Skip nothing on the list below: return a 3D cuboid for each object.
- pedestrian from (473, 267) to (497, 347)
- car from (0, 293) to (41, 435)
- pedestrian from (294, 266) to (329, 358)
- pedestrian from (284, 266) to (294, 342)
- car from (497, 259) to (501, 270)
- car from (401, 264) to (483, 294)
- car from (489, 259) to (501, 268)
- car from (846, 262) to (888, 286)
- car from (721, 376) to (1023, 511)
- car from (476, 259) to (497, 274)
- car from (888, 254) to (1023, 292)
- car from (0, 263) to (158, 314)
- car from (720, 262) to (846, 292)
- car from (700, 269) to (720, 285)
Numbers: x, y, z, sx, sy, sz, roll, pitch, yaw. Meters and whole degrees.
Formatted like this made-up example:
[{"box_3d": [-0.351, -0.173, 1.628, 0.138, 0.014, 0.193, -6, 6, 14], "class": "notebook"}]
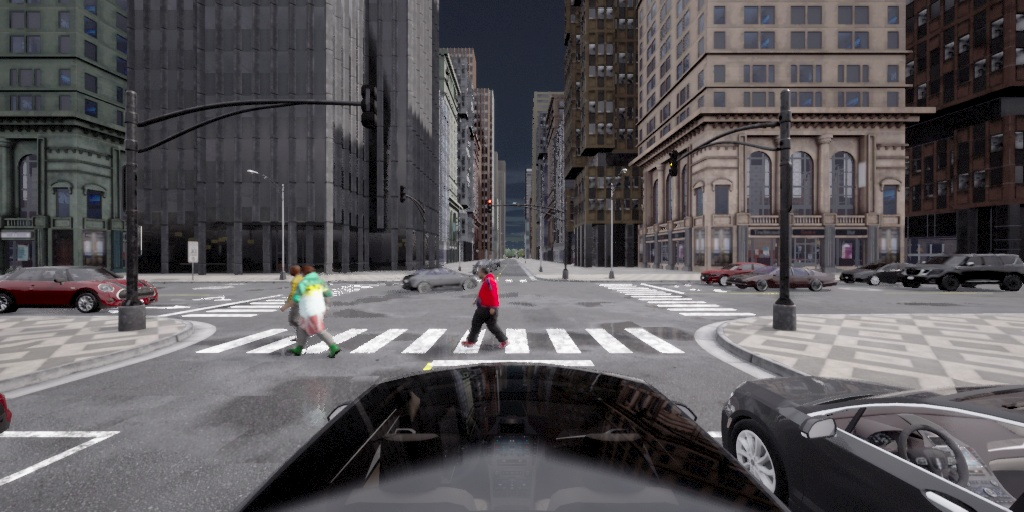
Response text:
[{"box_3d": [-0.569, 1.049, 7.647, 0.375, 1.860, 0.375, 0, 0, 0], "class": "pedestrian"}, {"box_3d": [-5.763, 1.190, 1.569, 1.967, 1.591, 4.097, 0, 0, 0], "class": "car"}, {"box_3d": [-3.936, 1.043, 7.047, 0.375, 1.860, 0.375, 0, 0, 0], "class": "pedestrian"}, {"box_3d": [-4.880, 1.051, 8.252, 0.375, 1.860, 0.375, 0, 0, 0], "class": "pedestrian"}, {"box_3d": [-2.914, 1.242, 48.372, 2.128, 1.511, 4.902, 0, 0, 0], "class": "car"}, {"box_3d": [-4.106, 1.319, 20.373, 4.181, 1.385, 1.994, 0, 0, -39], "class": "car"}, {"box_3d": [-2.870, 1.261, 61.347, 1.837, 1.490, 4.892, 0, 0, 0], "class": "car"}, {"box_3d": [24.480, 1.162, 23.625, 4.892, 1.490, 1.837, 0, 0, 0], "class": "car"}, {"box_3d": [2.762, 1.300, 1.564, 2.007, 1.370, 4.403, 0, 0, 0], "class": "car"}, {"box_3d": [-2.942, 1.242, 36.906, 2.128, 1.511, 4.902, 0, 0, 0], "class": "car"}, {"box_3d": [25.473, 0.891, 20.362, 5.566, 2.045, 2.150, 0, 0, 1], "class": "car"}, {"box_3d": [-16.502, 1.163, 13.722, 4.553, 1.767, 2.097, 0, 0, 0], "class": "car"}, {"box_3d": [15.254, 1.243, 20.390, 5.357, 1.411, 2.033, 0, 0, 0], "class": "car"}, {"box_3d": [15.102, 1.160, 23.638, 5.008, 1.535, 1.882, 0, 0, 0], "class": "car"}]
